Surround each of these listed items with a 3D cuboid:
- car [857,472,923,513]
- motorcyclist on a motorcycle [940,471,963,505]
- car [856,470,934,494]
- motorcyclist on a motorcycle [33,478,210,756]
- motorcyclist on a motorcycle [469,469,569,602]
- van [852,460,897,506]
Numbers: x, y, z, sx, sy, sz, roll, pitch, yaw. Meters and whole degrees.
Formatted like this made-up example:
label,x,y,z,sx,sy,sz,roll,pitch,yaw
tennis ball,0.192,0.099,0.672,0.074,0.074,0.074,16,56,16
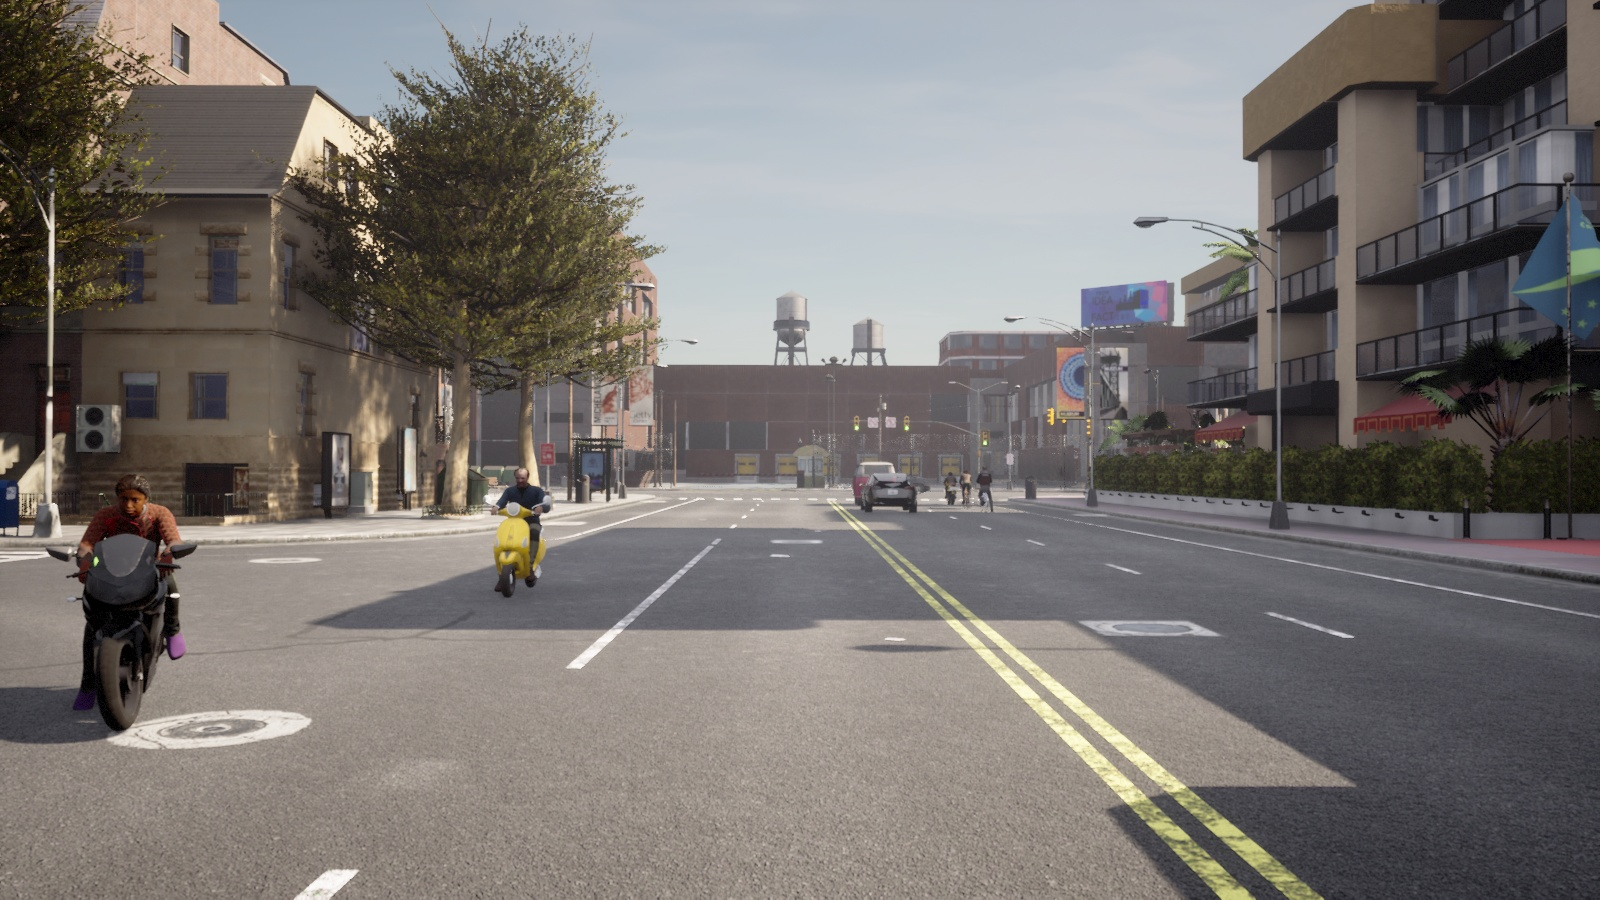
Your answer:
label,x,y,z,sx,sy,sz,roll,pitch,yaw
car,3.390,1.587,48.195,2.163,1.488,4.792,0,-1,0
motorcyclist on a motorcycle,6.872,1.700,57.133,0.797,1.523,2.044,0,-1,0
car,6.264,2.126,83.296,5.008,1.535,1.882,0,-1,0
motorcyclist on a motorcycle,-4.264,0.944,8.042,0.797,1.523,2.044,0,-1,-23
motorcyclist on a motorcycle,-3.537,1.042,15.971,0.866,1.590,1.817,0,-1,0
van,3.367,1.487,57.229,1.775,1.987,4.442,0,-1,0
